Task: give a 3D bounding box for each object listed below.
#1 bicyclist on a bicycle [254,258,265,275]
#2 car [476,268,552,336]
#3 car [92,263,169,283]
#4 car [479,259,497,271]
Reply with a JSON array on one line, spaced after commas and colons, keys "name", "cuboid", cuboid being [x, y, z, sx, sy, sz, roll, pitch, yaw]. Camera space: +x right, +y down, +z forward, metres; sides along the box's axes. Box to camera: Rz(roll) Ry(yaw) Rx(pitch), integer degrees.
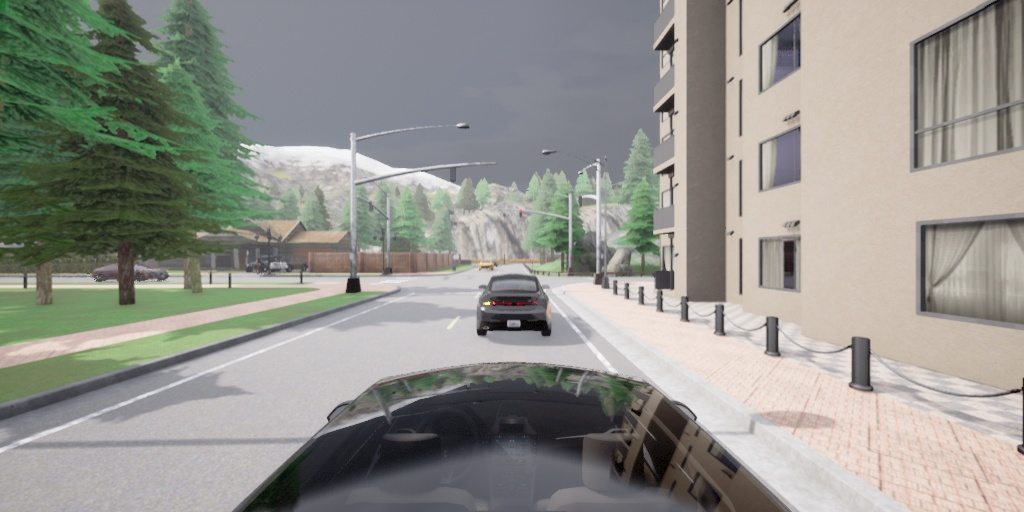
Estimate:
[{"name": "bicyclist on a bicycle", "cuboid": [-24.546, 1.013, 34.883, 0.582, 1.620, 1.656, 0, 0, -1]}, {"name": "car", "cuboid": [0.062, 1.254, 10.382, 1.837, 1.490, 4.892, 0, 0, 0]}, {"name": "car", "cuboid": [-28.980, 1.259, 27.286, 4.674, 1.442, 1.812, 0, 0, -1]}, {"name": "car", "cuboid": [-3.563, 1.222, 50.248, 1.882, 1.535, 5.008, 0, 0, 0]}]
